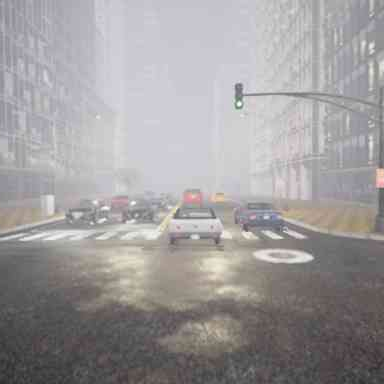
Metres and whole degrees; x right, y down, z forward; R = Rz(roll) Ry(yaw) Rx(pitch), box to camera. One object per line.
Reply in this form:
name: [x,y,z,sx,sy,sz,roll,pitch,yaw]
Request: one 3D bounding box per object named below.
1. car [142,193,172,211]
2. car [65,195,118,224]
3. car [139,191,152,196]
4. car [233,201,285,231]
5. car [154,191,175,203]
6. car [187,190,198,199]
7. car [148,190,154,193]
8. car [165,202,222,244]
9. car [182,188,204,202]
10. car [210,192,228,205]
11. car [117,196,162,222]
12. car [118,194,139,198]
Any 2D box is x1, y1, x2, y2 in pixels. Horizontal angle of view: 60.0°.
car: [-3.316,1.057,31.980,1.895,1.301,4.718,-1,1,0]
car: [-6.595,1.141,21.584,2.128,1.511,4.902,-1,1,0]
car: [-6.493,0.907,41.157,1.994,1.385,4.181,-1,1,0]
car: [3.356,1.166,17.519,2.033,1.411,5.357,-1,1,0]
car: [-3.244,0.784,42.365,2.128,1.511,4.902,-1,1,0]
car: [0.086,0.477,61.767,1.812,1.442,4.674,-1,1,0]
car: [-6.492,0.532,51.452,2.097,1.767,4.553,-1,1,0]
car: [0.111,1.267,13.693,1.895,1.301,4.718,0,0,0]
car: [0.103,0.576,36.379,2.150,2.045,5.566,-1,1,0]
car: [3.357,0.722,41.402,1.882,1.535,5.008,-1,1,0]
car: [-3.339,1.176,22.020,1.994,1.385,4.181,-1,1,0]
car: [-6.551,0.976,31.256,1.882,1.535,5.008,-1,1,-1]
